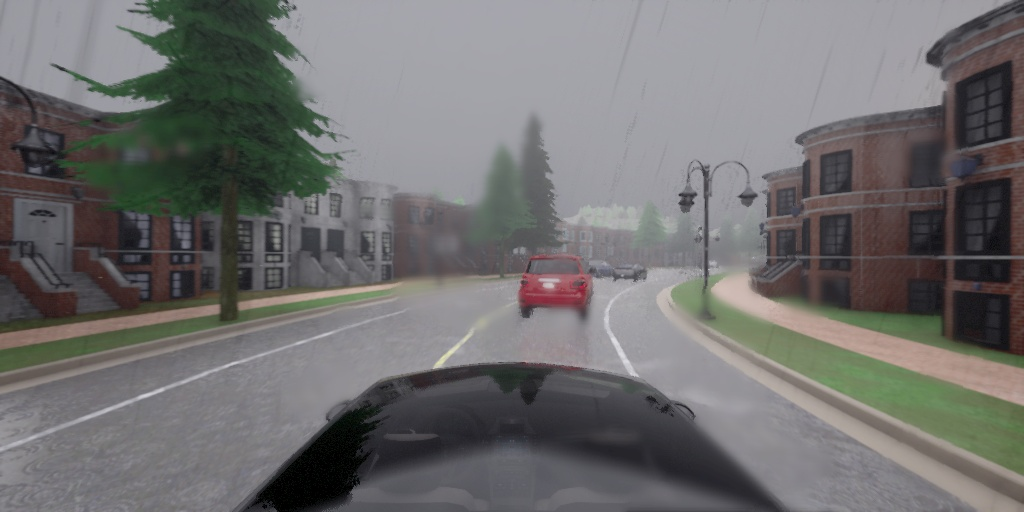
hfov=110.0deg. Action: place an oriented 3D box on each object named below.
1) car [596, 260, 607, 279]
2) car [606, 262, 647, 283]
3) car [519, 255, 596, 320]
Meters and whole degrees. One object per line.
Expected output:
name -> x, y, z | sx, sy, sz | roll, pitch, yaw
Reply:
car -> 7.605, 1.164, 32.985 | 2.097, 1.767, 4.553 | 1, 0, 34
car -> 9.810, 1.323, 29.586 | 2.128, 1.511, 4.902 | 0, 0, 33
car -> 1.787, 0.986, 13.036 | 2.150, 2.045, 5.566 | 0, 0, 15
